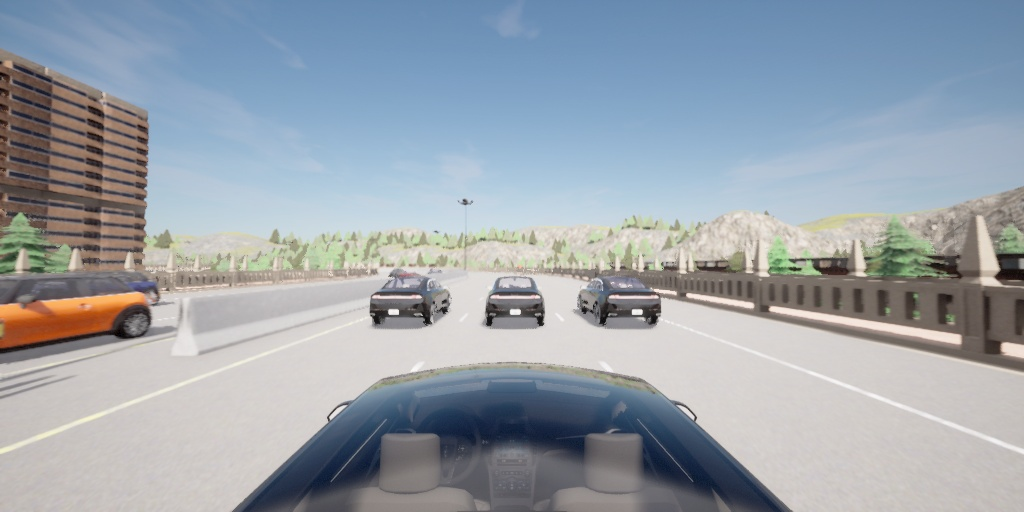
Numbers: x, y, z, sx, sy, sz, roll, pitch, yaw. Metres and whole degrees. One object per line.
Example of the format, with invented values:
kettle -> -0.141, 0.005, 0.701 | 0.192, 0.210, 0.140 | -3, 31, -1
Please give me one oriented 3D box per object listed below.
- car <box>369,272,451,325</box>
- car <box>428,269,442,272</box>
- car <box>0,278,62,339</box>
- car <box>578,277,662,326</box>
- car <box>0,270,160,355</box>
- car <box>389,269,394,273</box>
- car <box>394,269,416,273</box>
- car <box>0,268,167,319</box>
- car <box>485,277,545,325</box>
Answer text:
car -> -3.401, 1.471, 12.743 | 2.128, 1.511, 4.902 | 0, -2, 0
car -> -10.695, 2.523, 49.595 | 2.128, 1.511, 4.902 | 0, -2, -1
car -> -14.100, 1.336, 7.921 | 2.128, 1.511, 4.902 | 0, -2, 0
car -> 3.598, 1.471, 12.729 | 2.128, 1.511, 4.902 | 0, -2, 0
car -> -10.601, 1.186, 7.542 | 2.097, 1.767, 4.553 | 0, -2, 0
car -> -17.995, 2.731, 56.452 | 1.837, 1.490, 4.892 | 0, -1, -4
car -> -14.161, 2.618, 49.075 | 1.895, 1.301, 4.718 | 0, -2, -1
car -> -17.601, 1.393, 14.897 | 2.097, 1.767, 4.553 | 0, -2, 0
car -> 0.099, 1.471, 12.734 | 2.128, 1.511, 4.902 | 0, -2, 0
